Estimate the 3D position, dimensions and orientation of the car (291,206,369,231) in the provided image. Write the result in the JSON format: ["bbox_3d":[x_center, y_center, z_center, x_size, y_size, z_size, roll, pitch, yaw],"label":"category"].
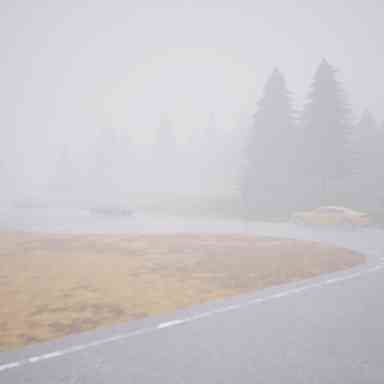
[{"bbox_3d":[9.405,1.739,23.007,5.008,1.535,1.882,0,-1,38],"label":"car"}]

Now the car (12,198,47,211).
[{"bbox_3d":[-20.962,1.568,42.094,4.902,1.511,2.128,0,0,38],"label":"car"}]

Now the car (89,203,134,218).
[{"bbox_3d":[-7.642,1.741,31.522,4.718,1.301,1.895,0,0,38],"label":"car"}]

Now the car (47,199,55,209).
[{"bbox_3d":[-21.050,1.647,46.707,4.181,1.385,1.994,0,0,38],"label":"car"}]
